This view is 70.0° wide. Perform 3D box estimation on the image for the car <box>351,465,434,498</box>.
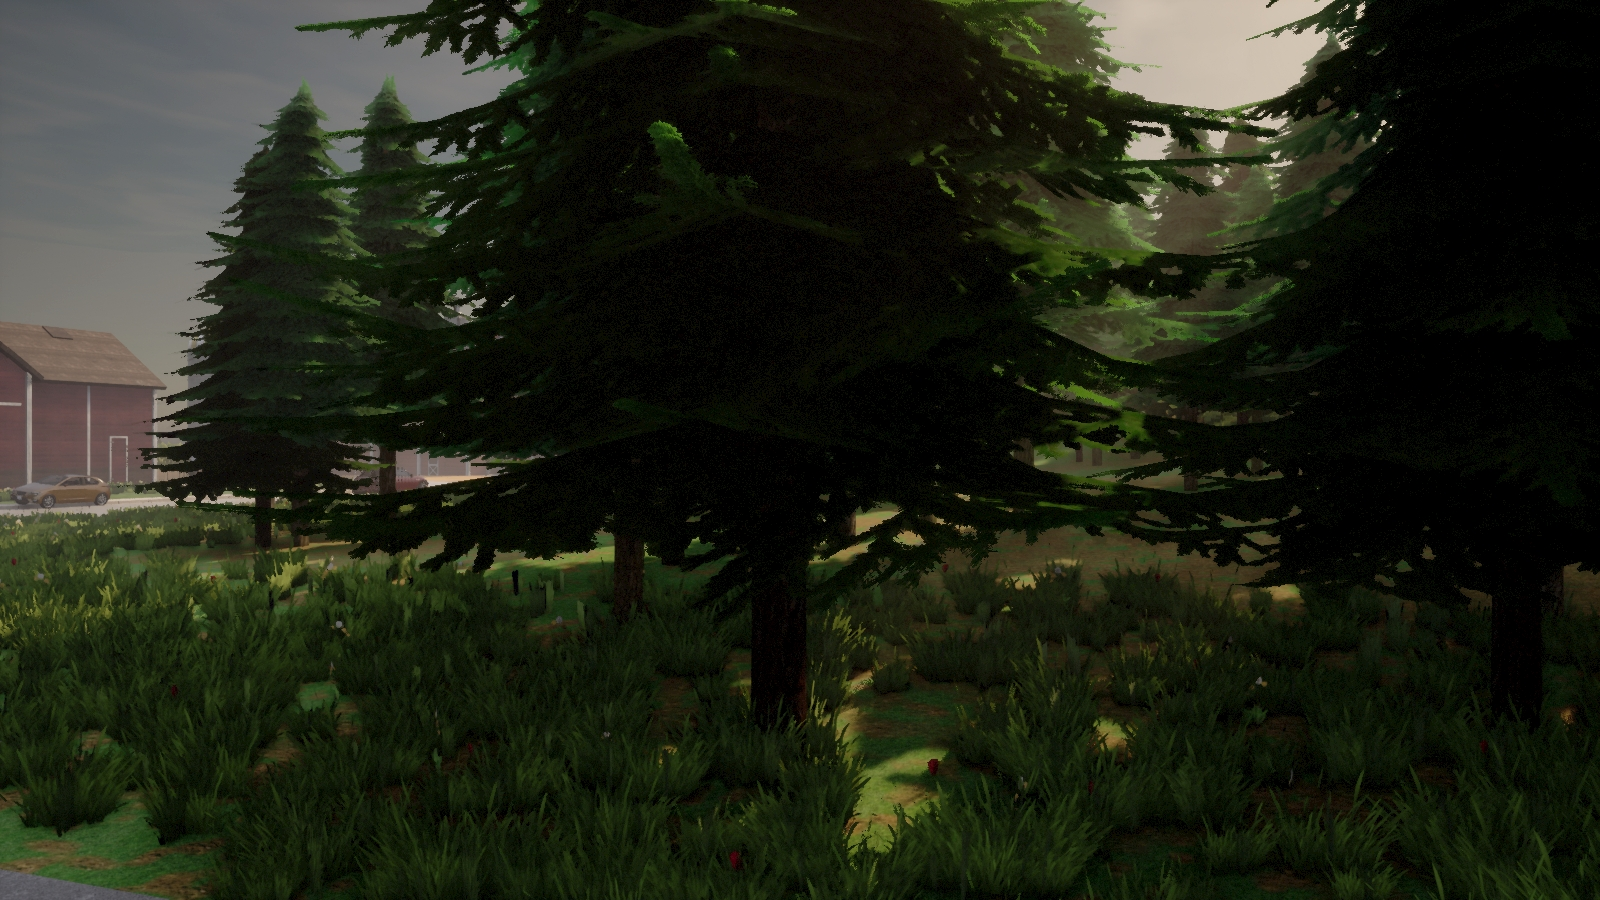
[{"bbox_3d":[-23.299,1.766,65.499,2.097,1.767,4.553,0,0,20],"label":"car"}]
